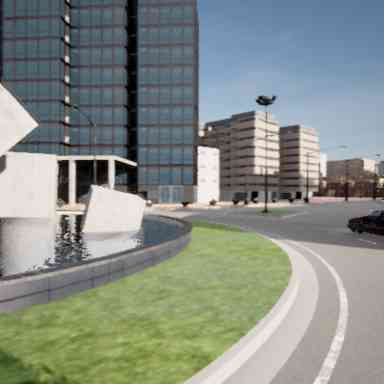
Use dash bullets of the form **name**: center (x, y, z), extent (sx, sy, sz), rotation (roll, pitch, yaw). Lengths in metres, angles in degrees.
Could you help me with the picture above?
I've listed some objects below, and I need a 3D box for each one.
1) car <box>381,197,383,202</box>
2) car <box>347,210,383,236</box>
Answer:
- **car**: center (44.243, 1.626, 75.090), extent (4.674, 1.442, 1.812), rotation (0, 0, -44)
- **car**: center (9.867, 1.572, 16.399), extent (2.033, 1.411, 5.357), rotation (0, 0, -5)
